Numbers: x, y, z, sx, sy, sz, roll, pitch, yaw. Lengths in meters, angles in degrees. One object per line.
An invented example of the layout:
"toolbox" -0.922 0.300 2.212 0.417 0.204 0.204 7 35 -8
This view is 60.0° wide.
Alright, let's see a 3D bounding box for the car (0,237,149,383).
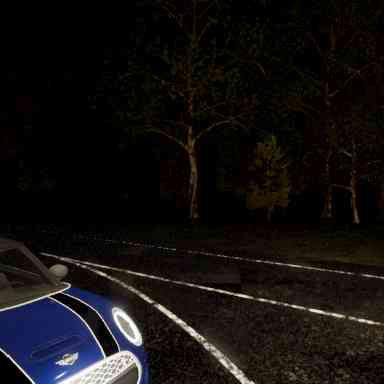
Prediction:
"car" -2.644 1.338 3.762 4.553 1.767 2.097 1 0 35
